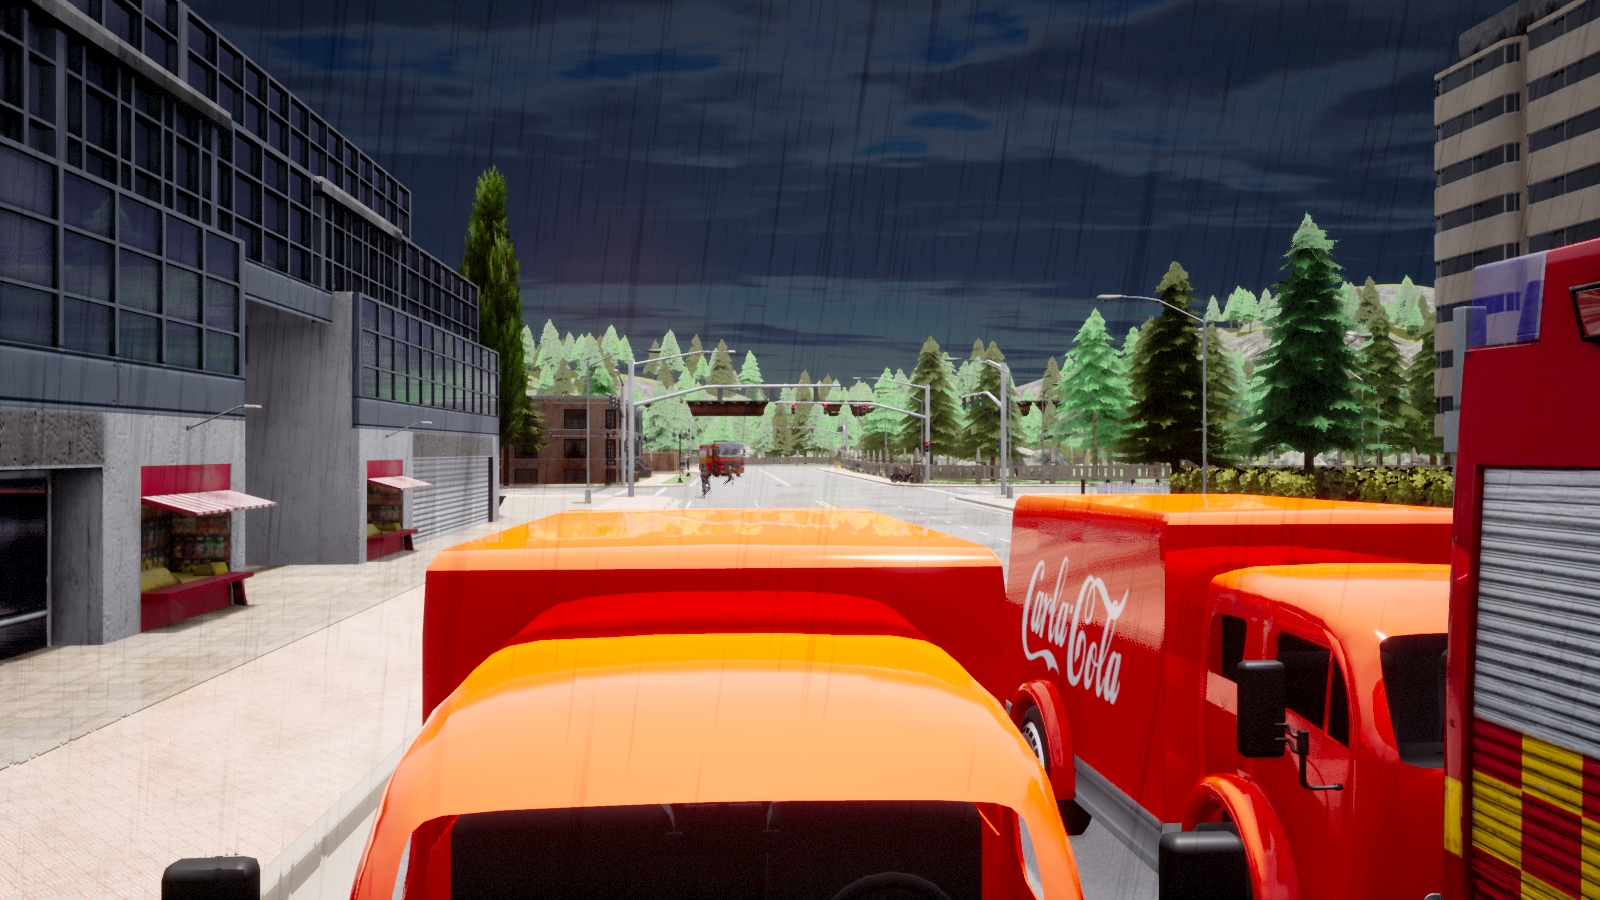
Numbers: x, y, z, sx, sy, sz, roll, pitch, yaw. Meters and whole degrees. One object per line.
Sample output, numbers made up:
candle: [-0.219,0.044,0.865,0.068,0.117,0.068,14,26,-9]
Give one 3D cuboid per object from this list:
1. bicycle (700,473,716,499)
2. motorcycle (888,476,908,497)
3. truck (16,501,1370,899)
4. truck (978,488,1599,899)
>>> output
bicycle: [-5.328,2.060,66.005,0.329,1.471,1.835,-3,1,-22]
motorcycle: [5.944,2.205,69.519,0.867,1.251,2.209,0,0,-4]
truck: [-0.347,1.568,4.821,2.627,2.467,5.204,0,0,-4]
truck: [3.003,1.568,7.234,2.627,2.467,5.204,0,0,-4]
